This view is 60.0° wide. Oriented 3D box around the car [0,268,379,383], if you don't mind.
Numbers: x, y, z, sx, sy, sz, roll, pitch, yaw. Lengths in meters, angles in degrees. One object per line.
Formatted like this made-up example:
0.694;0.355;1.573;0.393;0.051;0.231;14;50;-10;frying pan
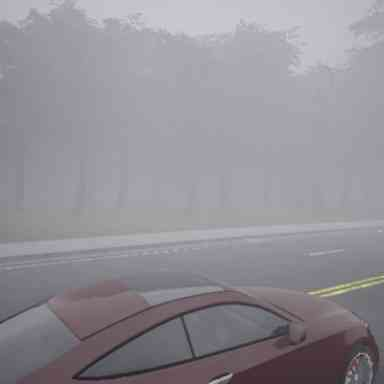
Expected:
-0.067;1.526;3.257;4.674;1.442;1.812;0;0;-35;car
